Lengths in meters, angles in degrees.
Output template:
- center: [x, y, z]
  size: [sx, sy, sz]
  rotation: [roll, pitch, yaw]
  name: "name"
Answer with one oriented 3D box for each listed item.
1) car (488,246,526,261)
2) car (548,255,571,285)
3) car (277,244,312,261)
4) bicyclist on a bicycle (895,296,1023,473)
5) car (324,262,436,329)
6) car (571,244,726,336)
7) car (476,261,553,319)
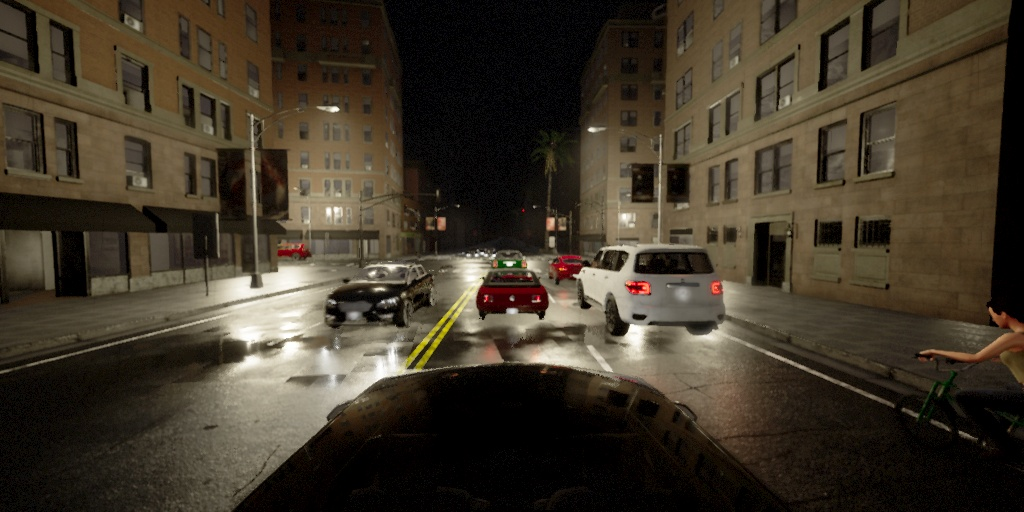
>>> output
- center: [-0.224, 0.426, 21.607]
  size: [2.097, 1.767, 4.553]
  rotation: [0, 2, -3]
  name: "car"
- center: [3.024, 0.679, 19.258]
  size: [1.812, 1.442, 4.674]
  rotation: [0, 2, -1]
  name: "car"
- center: [-24.375, -0.407, 38.660]
  size: [5.009, 1.841, 2.192]
  rotation: [0, 0, -9]
  name: "car"
- center: [4.150, 1.137, 3.103]
  size: [0.866, 1.612, 1.509]
  rotation: [0, 2, -1]
  name: "bicyclist on a bicycle"
- center: [-3.449, 0.955, 10.211]
  size: [2.128, 1.511, 4.902]
  rotation: [0, 2, -1]
  name: "car"
- center: [3.237, 0.703, 9.568]
  size: [2.150, 2.045, 5.566]
  rotation: [0, 2, -1]
  name: "car"
- center: [-0.024, 1.027, 11.238]
  size: [1.895, 1.301, 4.718]
  rotation: [0, 2, -1]
  name: "car"
